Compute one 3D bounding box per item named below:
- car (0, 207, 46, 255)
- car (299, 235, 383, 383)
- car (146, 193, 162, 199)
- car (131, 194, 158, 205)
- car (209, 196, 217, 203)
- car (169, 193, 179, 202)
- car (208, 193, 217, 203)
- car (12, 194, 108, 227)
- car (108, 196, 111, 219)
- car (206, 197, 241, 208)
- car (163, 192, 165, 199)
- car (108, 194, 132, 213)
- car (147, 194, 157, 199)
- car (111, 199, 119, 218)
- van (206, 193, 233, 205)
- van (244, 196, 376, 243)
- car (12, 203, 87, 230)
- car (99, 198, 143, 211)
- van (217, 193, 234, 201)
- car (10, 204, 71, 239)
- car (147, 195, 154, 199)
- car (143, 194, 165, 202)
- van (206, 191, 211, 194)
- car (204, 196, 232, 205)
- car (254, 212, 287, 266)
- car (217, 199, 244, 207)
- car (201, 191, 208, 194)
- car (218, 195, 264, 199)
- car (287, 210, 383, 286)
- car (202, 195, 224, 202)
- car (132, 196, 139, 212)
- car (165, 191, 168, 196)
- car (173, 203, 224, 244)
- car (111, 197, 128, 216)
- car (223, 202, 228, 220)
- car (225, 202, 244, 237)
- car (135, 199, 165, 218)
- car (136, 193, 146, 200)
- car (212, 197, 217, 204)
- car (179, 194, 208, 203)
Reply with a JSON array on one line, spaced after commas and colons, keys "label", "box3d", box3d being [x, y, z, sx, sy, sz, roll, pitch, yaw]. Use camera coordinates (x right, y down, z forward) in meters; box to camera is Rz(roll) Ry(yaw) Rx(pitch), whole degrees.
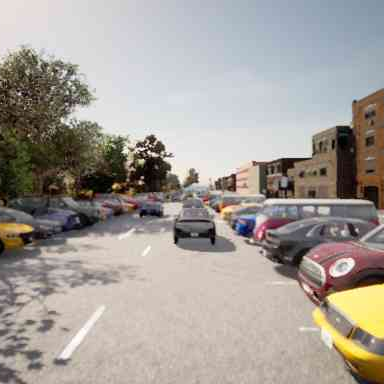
[{"label": "car", "box3d": [-8.534, 1.488, 12.465, 5.008, 1.535, 2.097, 0, 0, 0]}, {"label": "car", "box3d": [4.357, 1.479, 4.133, 5.366, 1.575, 1.946, 0, 0, 0]}, {"label": "car", "box3d": [-8.510, 1.205, 56.899, 5.566, 2.045, 2.435, 0, 0, 0]}, {"label": "car", "box3d": [-8.448, 1.325, 59.809, 4.553, 1.767, 2.185, 0, 0, 0]}, {"label": "car", "box3d": [4.575, 1.523, 37.533, 4.674, 1.452, 2.002, 0, 0, 0]}, {"label": "car", "box3d": [-3.426, 1.481, 71.335, 1.994, 1.385, 4.181, 0, 0, 0]}, {"label": "car", "box3d": [4.612, 1.355, 40.316, 4.553, 1.767, 2.185, 0, 0, 0]}, {"label": "car", "box3d": [-8.492, 1.240, 20.820, 5.566, 2.045, 2.435, 0, 0, 0]}, {"label": "car", "box3d": [-8.486, 1.365, 23.604, 4.553, 1.767, 2.185, 0, 0, 0]}, {"label": "car", "box3d": [4.595, 1.470, 48.666, 4.892, 1.521, 2.231, 0, 0, 0]}, {"label": "car", "box3d": [-8.502, 1.311, 68.039, 4.553, 1.767, 2.185, 0, 0, 0]}, {"label": "car", "box3d": [-8.476, 1.362, 31.958, 4.553, 1.767, 2.185, 0, 0, 0]}, {"label": "car", "box3d": [-8.493, 1.465, 51.455, 5.008, 1.535, 2.097, 0, 0, 0]}, {"label": "car", "box3d": [-8.517, 1.530, 26.390, 4.674, 1.452, 2.002, 0, 0, 0]}, {"label": "van", "box3d": [4.714, 1.230, 56.892, 4.442, 1.987, 1.878, 0, 0, 0]}, {"label": "van", "box3d": [4.434, 1.262, 12.483, 4.442, 1.987, 1.878, 0, 0, 0]}, {"label": "car", "box3d": [-8.551, 1.520, 18.033, 4.792, 1.488, 2.163, 0, 0, 0]}, {"label": "car", "box3d": [-8.506, 1.482, 40.314, 4.892, 1.521, 2.231, 0, 0, 0]}, {"label": "van", "box3d": [4.686, 1.263, 29.120, 4.442, 1.987, 1.878, 0, 0, 0]}, {"label": "car", "box3d": [-8.532, 1.490, 15.250, 4.892, 1.521, 2.231, 0, 0, 0]}, {"label": "car", "box3d": [-8.461, 1.499, 48.669, 4.792, 1.488, 2.163, 0, 0, 0]}, {"label": "car", "box3d": [-8.433, 1.302, 73.734, 4.553, 1.767, 2.185, 0, 0, 0]}, {"label": "van", "box3d": [4.709, 1.239, 51.450, 4.442, 1.987, 1.878, 0, 0, 0]}, {"label": "car", "box3d": [4.607, 1.452, 59.799, 4.892, 1.521, 2.231, 0, 0, 0]}, {"label": "car", "box3d": [4.542, 1.487, 9.699, 4.892, 1.521, 2.231, 0, 0, 0]}, {"label": "car", "box3d": [4.748, 1.487, 23.616, 5.366, 1.575, 1.946, 0, 0, 0]}, {"label": "car", "box3d": [4.623, 1.209, 54.233, 5.566, 2.045, 2.435, 0, 0, 0]}, {"label": "car", "box3d": [4.597, 1.364, 26.399, 4.553, 1.767, 2.185, 0, 0, 0]}, {"label": "car", "box3d": [4.576, 1.358, 6.791, 4.553, 1.767, 2.185, 0, 0, 0]}, {"label": "car", "box3d": [4.600, 1.467, 73.574, 4.674, 1.452, 2.002, -1, 0, 0]}, {"label": "car", "box3d": [-8.510, 1.485, 34.743, 5.008, 1.535, 2.097, 0, 0, 0]}, {"label": "car", "box3d": [-8.496, 1.181, 70.949, 5.566, 2.045, 2.435, 0, 0, 0]}, {"label": "car", "box3d": [0.111, 1.500, 15.841, 2.128, 1.511, 4.902, 0, 0, 0]}, {"label": "car", "box3d": [-8.506, 1.489, 29.174, 5.008, 1.535, 2.097, 0, 0, 0]}, {"label": "car", "box3d": [4.557, 1.531, 20.833, 4.674, 1.452, 2.002, 0, 0, 0]}, {"label": "car", "box3d": [4.562, 1.489, 18.049, 5.008, 1.535, 2.097, 0, 0, 0]}, {"label": "car", "box3d": [-3.570, 1.610, 29.873, 1.895, 1.301, 4.718, 0, 0, 0]}, {"label": "car", "box3d": [-8.475, 1.232, 37.530, 5.566, 2.045, 2.435, 0, 0, 0]}, {"label": "car", "box3d": [4.601, 1.517, 31.967, 4.792, 1.488, 2.163, 0, 0, 0]}, {"label": "car", "box3d": [0.127, 1.360, 31.337, 2.097, 1.767, 4.553, 0, 0, 0]}]
